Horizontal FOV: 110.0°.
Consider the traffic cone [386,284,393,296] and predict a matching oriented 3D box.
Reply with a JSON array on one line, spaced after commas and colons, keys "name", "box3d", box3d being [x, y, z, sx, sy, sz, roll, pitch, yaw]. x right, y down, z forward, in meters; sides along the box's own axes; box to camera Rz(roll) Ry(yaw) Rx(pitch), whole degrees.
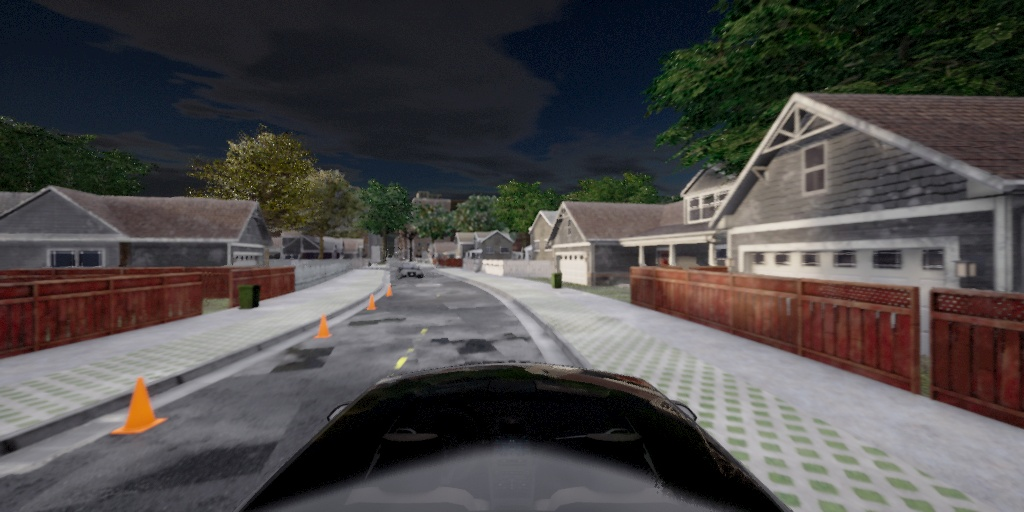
[{"name": "traffic cone", "box3d": [-6.374, 1.764, 18.668, 0.340, 0.580, 0.340, 0, 0, -13]}]

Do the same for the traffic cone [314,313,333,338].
[{"name": "traffic cone", "box3d": [-4.783, 1.747, 9.112, 0.340, 0.580, 0.340, 0, 0, -6]}]

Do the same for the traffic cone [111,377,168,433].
[{"name": "traffic cone", "box3d": [-4.434, 1.740, 4.280, 0.340, 0.580, 0.340, 0, 0, -2]}]

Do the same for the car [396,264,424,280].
[{"name": "car", "box3d": [-9.369, 1.399, 32.545, 1.994, 1.385, 4.181, 0, 0, -24]}]

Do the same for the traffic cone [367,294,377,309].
[{"name": "traffic cone", "box3d": [-5.430, 1.755, 13.916, 0.340, 0.580, 0.340, 0, 0, -9]}]
